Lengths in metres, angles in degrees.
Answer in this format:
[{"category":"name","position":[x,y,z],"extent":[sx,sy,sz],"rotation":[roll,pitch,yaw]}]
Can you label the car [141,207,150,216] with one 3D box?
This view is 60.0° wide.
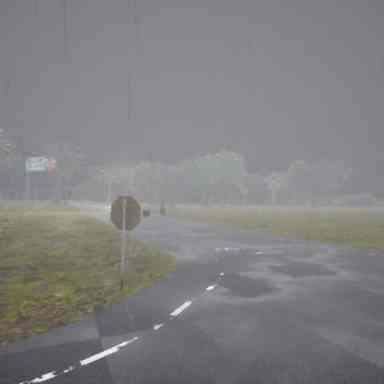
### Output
[{"category":"car","position":[-7.585,2.846,48.555],"extent":[1.895,1.301,4.718],"rotation":[2,-2,-22]}]
